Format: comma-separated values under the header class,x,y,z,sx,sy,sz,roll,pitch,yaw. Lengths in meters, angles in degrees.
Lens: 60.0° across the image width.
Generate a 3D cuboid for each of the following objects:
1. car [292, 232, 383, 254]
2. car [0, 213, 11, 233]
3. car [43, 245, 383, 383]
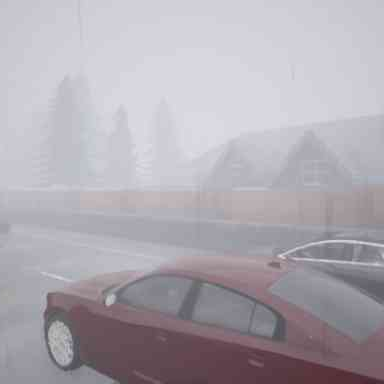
class,x,y,z,sx,sy,sz,roll,pitch,yaw
car,2.876,1.517,6.337,4.902,1.511,2.128,0,0,36
car,-11.906,1.598,18.808,4.181,1.385,1.994,0,0,44
car,0.192,1.491,3.966,5.008,1.535,1.882,0,0,36
